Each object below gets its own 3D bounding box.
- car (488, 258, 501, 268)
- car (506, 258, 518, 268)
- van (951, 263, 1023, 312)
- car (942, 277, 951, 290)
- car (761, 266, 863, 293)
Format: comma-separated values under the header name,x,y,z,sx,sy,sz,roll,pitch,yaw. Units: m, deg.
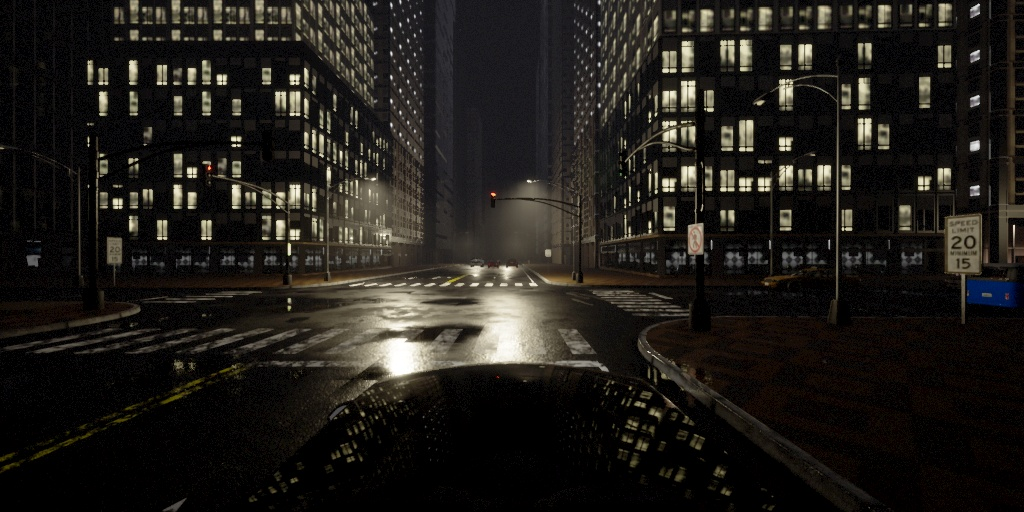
name,x,y,z,sx,sy,sz,roll,pitch,yaw
car,-3.245,1.460,63.190,1.895,1.301,4.718,0,0,0
car,0.005,1.212,63.546,2.097,1.767,4.553,0,0,0
van,18.359,1.119,12.402,3.998,1.789,1.690,0,0,2
car,26.923,1.356,20.089,4.207,1.307,1.802,0,0,2
car,17.089,1.293,20.574,4.829,1.417,1.751,0,0,2
